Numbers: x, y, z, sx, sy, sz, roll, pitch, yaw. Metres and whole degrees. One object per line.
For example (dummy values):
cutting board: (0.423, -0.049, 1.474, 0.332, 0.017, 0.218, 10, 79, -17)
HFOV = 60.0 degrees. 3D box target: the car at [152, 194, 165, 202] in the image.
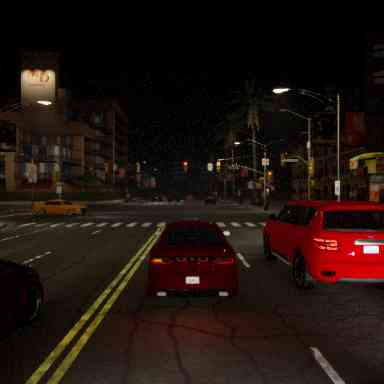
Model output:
car: (-7.472, 1.552, 72.205, 1.994, 1.385, 4.181, 0, 0, 0)

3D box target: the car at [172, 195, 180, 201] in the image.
car: (-4.042, 1.524, 82.700, 1.812, 1.442, 4.674, 0, 0, 0)

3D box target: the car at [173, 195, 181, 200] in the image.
car: (-4.111, 1.552, 92.503, 1.994, 1.385, 4.181, 0, 0, 0)

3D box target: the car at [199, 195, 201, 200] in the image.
car: (2.901, 1.524, 91.278, 1.812, 1.442, 4.674, 0, 0, 0)

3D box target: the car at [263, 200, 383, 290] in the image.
car: (3.511, 1.221, 9.197, 2.150, 2.045, 5.566, 0, 0, 0)

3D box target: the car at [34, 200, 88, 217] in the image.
car: (-12.216, 1.477, 31.154, 5.008, 1.535, 1.882, 0, -1, 13)

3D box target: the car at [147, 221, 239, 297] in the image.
car: (0.014, 1.478, 8.621, 1.882, 1.535, 5.008, 0, 0, 0)

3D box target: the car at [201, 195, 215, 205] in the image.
car: (3.142, 1.491, 59.524, 2.128, 1.511, 4.902, 0, 0, 1)

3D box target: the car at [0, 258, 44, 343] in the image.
car: (-3.625, 1.564, 4.264, 1.994, 1.385, 4.181, 0, 0, 0)

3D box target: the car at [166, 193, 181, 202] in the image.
car: (-3.977, 1.225, 72.984, 2.150, 2.045, 5.566, 0, 0, 0)

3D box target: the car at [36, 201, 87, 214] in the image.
car: (-13.982, 1.601, 35.886, 4.718, 1.301, 1.895, 0, 0, -4)

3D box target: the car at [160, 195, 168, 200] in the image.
car: (-7.595, 1.500, 90.642, 1.837, 1.490, 4.892, 0, 0, 0)

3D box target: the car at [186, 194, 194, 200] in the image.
car: (-0.588, 1.355, 89.699, 2.097, 1.767, 4.553, 0, 0, 0)
